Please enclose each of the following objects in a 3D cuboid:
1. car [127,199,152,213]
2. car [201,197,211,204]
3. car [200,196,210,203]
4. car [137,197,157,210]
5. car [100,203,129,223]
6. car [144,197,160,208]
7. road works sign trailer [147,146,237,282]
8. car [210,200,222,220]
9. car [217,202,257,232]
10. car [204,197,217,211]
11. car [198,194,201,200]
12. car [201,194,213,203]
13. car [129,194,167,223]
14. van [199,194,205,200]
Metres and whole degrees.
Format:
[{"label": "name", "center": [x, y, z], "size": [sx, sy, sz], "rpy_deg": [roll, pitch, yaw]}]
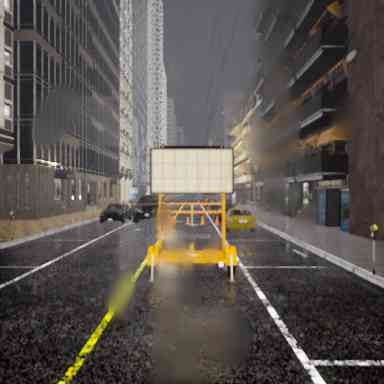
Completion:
[{"label": "car", "center": [-5.681, 1.533, 36.592], "size": [2.008, 1.369, 4.403], "rpy_deg": [0, 0, 0]}, {"label": "car", "center": [2.704, 1.564, 64.834], "size": [1.802, 1.307, 4.206], "rpy_deg": [0, 0, 0]}, {"label": "car", "center": [2.706, 1.564, 70.483], "size": [1.802, 1.307, 4.206], "rpy_deg": [0, 0, 0]}, {"label": "car", "center": [-5.681, 1.422, 42.242], "size": [1.967, 1.590, 4.097], "rpy_deg": [0, 0, 0]}, {"label": "car", "center": [-5.684, 1.551, 25.296], "size": [1.947, 1.339, 4.313], "rpy_deg": [0, 0, 0]}, {"label": "car", "center": [-5.679, 1.507, 47.720], "size": [1.752, 1.417, 4.829], "rpy_deg": [0, 0, 0]}, {"label": "road works sign trailer", "center": [0.002, 0.458, 9.707], "size": [2.380, 3.560, 2.880], "rpy_deg": [0, 0, 0]}, {"label": "car", "center": [2.697, 1.551, 25.294], "size": [1.947, 1.339, 4.313], "rpy_deg": [0, 0, 0]}, {"label": "car", "center": [2.696, 1.513, 19.815], "size": [1.752, 1.417, 4.829], "rpy_deg": [0, 0, 0]}, {"label": "car", "center": [2.699, 1.533, 36.592], "size": [2.008, 1.369, 4.403], "rpy_deg": [0, 0, 0]}, {"label": "car", "center": [2.704, 1.297, 59.185], "size": [2.192, 1.841, 5.009], "rpy_deg": [0, 0, 0]}, {"label": "car", "center": [2.701, 1.422, 47.888], "size": [1.967, 1.590, 4.097], "rpy_deg": [0, 0, 0]}, {"label": "car", "center": [-3.084, 1.207, 25.409], "size": [2.150, 2.045, 5.566], "rpy_deg": [0, 0, 0]}, {"label": "van", "center": [2.710, 1.334, 93.076], "size": [1.690, 1.788, 3.998], "rpy_deg": [0, 0, 0]}]
